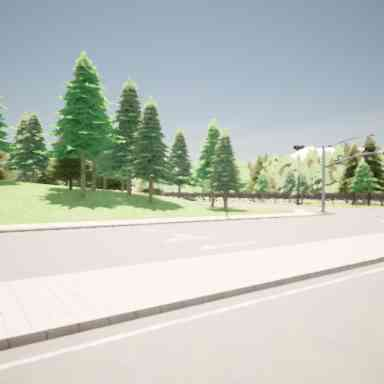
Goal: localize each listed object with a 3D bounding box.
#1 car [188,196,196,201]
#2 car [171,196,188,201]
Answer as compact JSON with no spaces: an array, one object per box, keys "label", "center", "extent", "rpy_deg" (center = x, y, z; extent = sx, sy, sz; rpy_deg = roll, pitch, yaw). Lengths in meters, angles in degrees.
[{"label":"car","center":[-0.930,1.662,84.764],"extent":[2.097,1.767,4.553],"rpy_deg":[1,0,-35]},{"label":"car","center":[-3.780,1.774,82.730],"extent":[1.837,1.490,4.892],"rpy_deg":[1,0,-35]}]
